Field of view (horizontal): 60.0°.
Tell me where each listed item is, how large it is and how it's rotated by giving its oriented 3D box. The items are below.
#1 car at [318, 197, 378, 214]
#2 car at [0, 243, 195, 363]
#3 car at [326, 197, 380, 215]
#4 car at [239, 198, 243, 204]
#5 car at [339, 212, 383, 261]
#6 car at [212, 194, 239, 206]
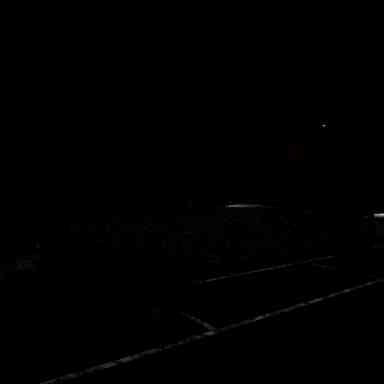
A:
[{"bbox_3d":[13.176,1.215,29.379,2.128,1.511,4.902,0,1,-35],"label":"car"},{"bbox_3d":[-2.061,1.545,5.172,4.507,1.381,1.887,0,0,-35],"label":"car"},{"bbox_3d":[15.388,1.281,31.892,1.994,1.385,4.181,0,1,-35],"label":"car"},{"bbox_3d":[5.030,1.004,46.688,1.895,1.301,4.718,0,1,-35],"label":"car"},{"bbox_3d":[6.837,1.552,11.449,4.403,1.369,2.008,0,0,-35],"label":"car"},{"bbox_3d":[3.569,0.996,43.109,1.994,1.385,4.181,0,1,-35],"label":"car"}]
